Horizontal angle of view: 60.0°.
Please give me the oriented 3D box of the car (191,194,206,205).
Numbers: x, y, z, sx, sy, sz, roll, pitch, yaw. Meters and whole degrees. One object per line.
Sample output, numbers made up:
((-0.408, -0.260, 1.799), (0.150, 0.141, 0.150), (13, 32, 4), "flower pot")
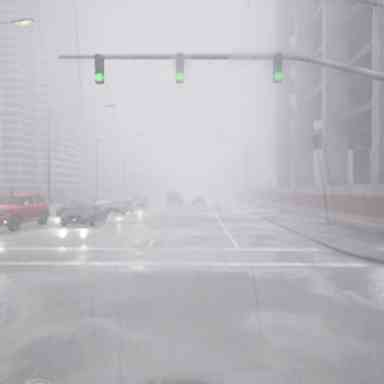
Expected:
((0.991, 1.195, 49.231), (1.812, 1.442, 4.674), (0, 0, 1), "car")

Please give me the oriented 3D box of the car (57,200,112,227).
((-6.884, 1.419, 21.566), (1.994, 1.385, 4.181), (0, 0, 1), "car")

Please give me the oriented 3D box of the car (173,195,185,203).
((-2.335, 1.199, 59.786), (1.895, 1.301, 4.718), (0, 0, 1), "car")

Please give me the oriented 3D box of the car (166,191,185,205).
((-2.604, 0.891, 49.143), (2.150, 2.045, 5.566), (0, 0, 1), "car")

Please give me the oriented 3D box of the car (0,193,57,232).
((-10.431, 1.089, 19.656), (2.150, 2.045, 5.566), (0, 0, 2), "car")

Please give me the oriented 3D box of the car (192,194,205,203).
((1.159, 1.092, 59.403), (2.128, 1.511, 4.902), (0, 0, 1), "car")

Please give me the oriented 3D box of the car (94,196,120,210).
((-9.943, 1.262, 39.330), (1.812, 1.442, 4.674), (0, 0, 2), "car")

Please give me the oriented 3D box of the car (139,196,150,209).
((-6.387, 1.216, 40.975), (2.128, 1.511, 4.902), (0, 0, 2), "car")

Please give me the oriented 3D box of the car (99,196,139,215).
((-6.650, 1.340, 30.806), (2.033, 1.411, 5.357), (0, 0, 2), "car")
